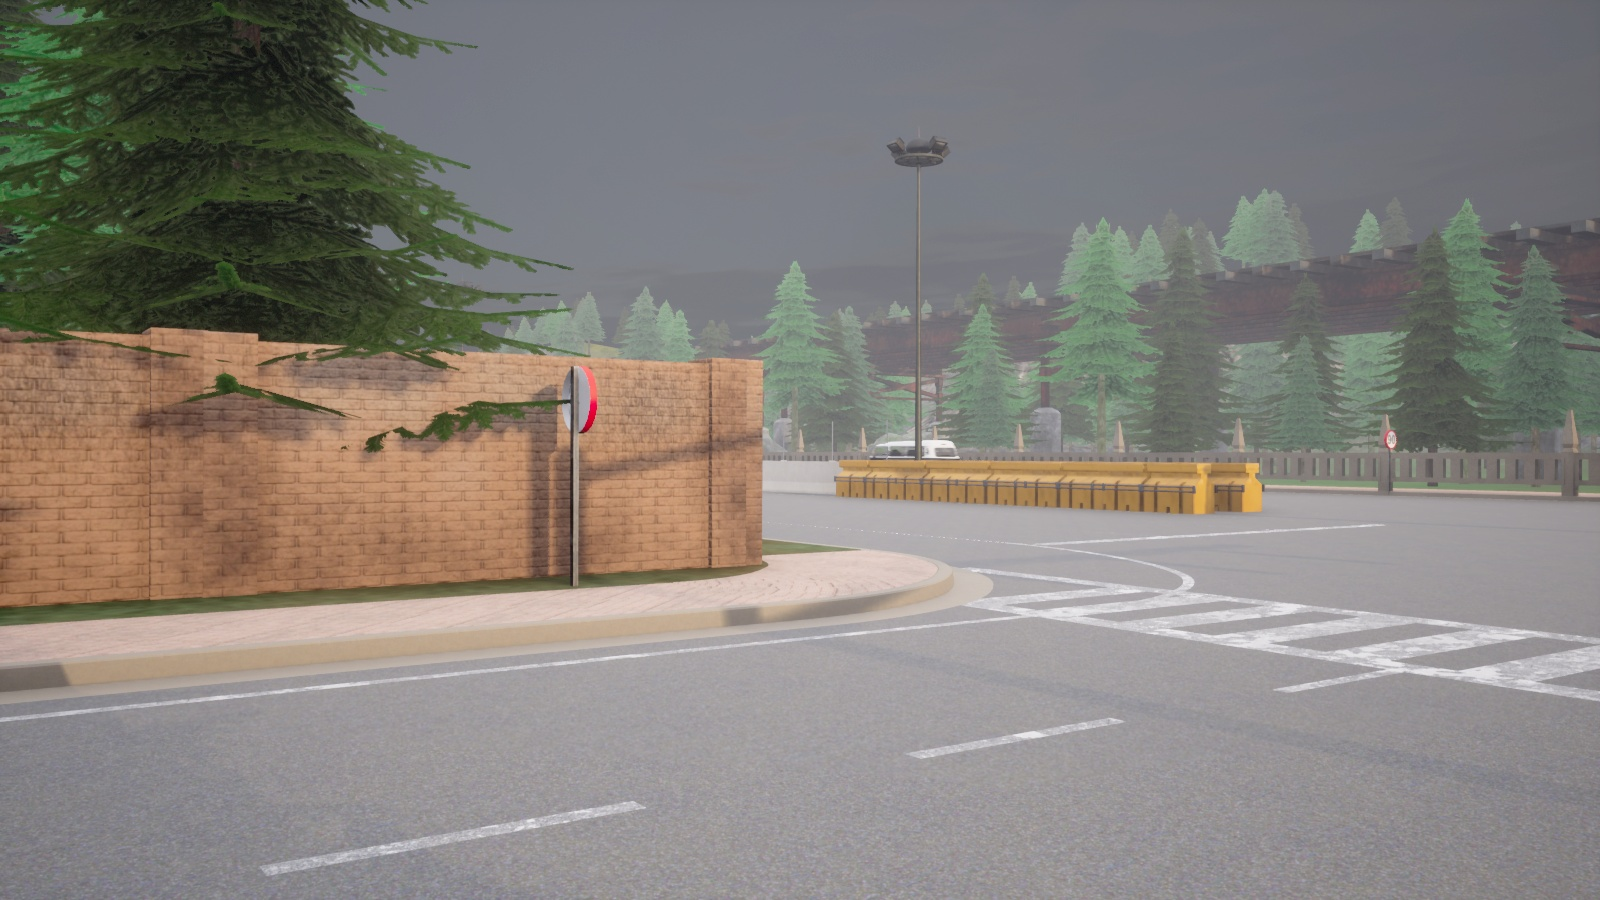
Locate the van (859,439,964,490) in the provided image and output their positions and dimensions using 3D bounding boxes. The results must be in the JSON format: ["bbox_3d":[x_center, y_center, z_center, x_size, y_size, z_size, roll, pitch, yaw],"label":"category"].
[{"bbox_3d":[4.663,0.590,53.120,2.069,2.038,4.480,0,0,-35],"label":"van"}]
